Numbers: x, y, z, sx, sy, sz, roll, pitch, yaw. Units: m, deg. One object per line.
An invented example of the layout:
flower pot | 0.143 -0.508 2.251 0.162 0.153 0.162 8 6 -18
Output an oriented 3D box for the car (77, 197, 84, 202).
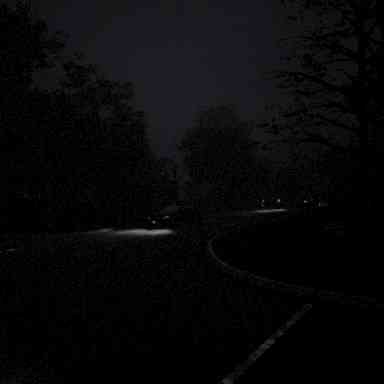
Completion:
car | -20.542 1.244 55.790 2.128 1.511 4.902 -3 -1 35

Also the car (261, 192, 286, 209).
car | 9.062 0.904 36.833 2.097 1.767 4.553 -3 0 23

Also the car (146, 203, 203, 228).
car | -0.991 1.460 21.825 1.812 1.442 4.674 -3 0 34

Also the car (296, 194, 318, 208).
car | 12.668 0.938 36.493 1.994 1.385 4.181 -3 -1 25
